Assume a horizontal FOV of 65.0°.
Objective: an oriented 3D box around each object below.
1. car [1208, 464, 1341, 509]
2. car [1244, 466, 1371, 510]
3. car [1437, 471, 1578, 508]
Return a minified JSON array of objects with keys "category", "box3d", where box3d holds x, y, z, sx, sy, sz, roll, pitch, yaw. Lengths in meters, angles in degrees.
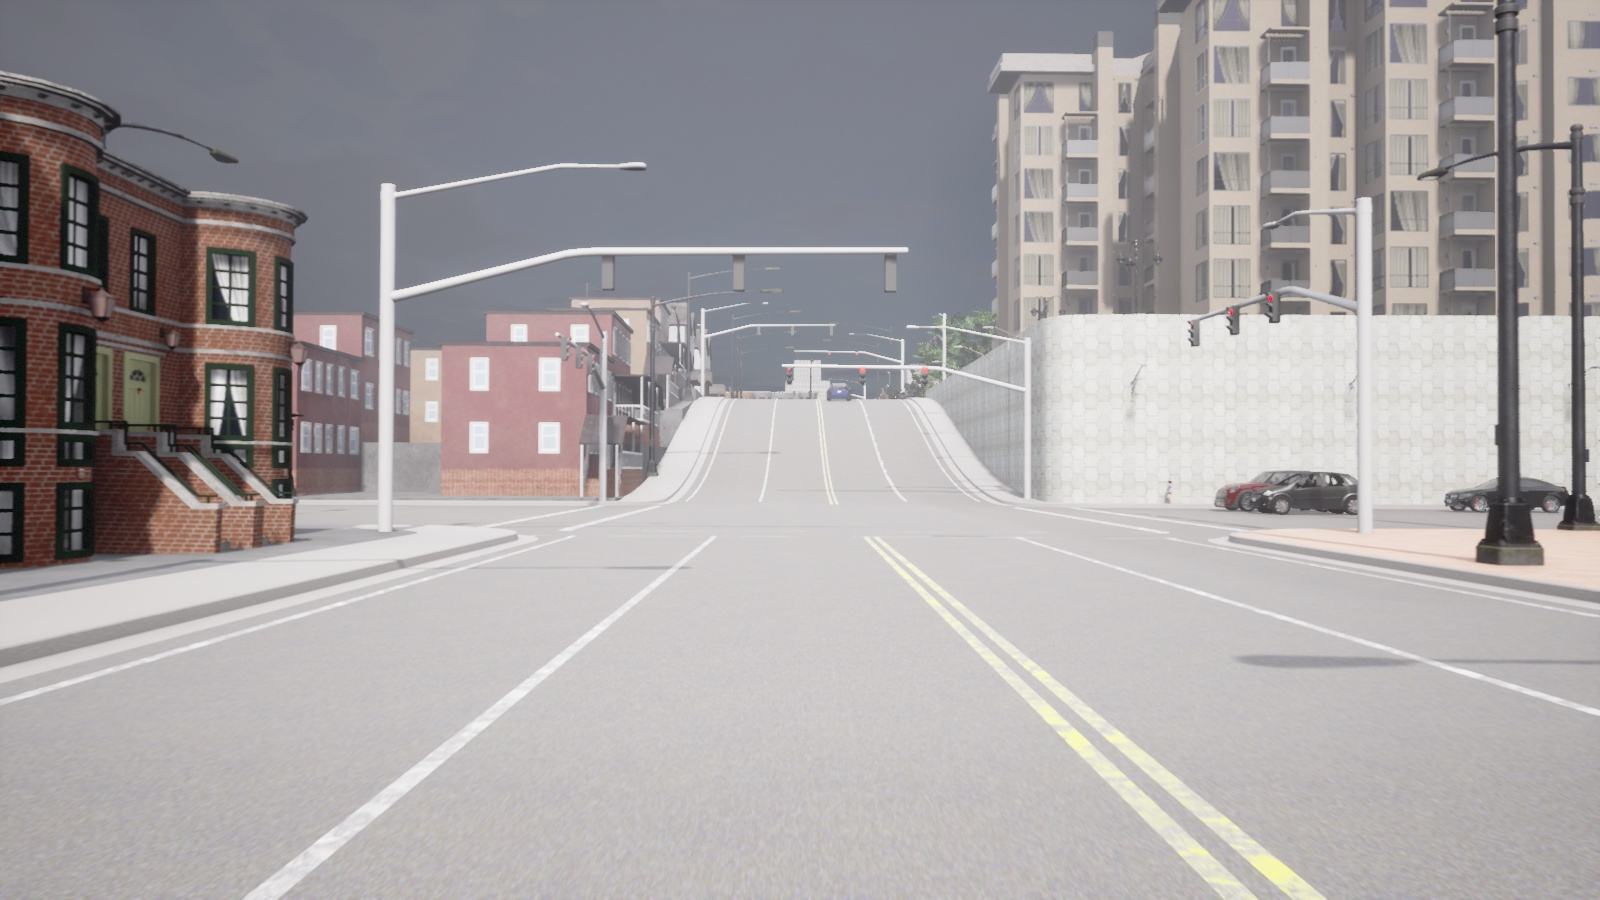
[{"category":"car","box3d":[19.144,1.447,50.804,4.553,1.767,2.097,0,-1,0]},{"category":"car","box3d":[19.070,1.427,47.305,3.988,1.617,1.851,0,-1,0]},{"category":"car","box3d":[28.557,1.577,50.794,4.674,1.442,1.812,-1,-1,0]}]
